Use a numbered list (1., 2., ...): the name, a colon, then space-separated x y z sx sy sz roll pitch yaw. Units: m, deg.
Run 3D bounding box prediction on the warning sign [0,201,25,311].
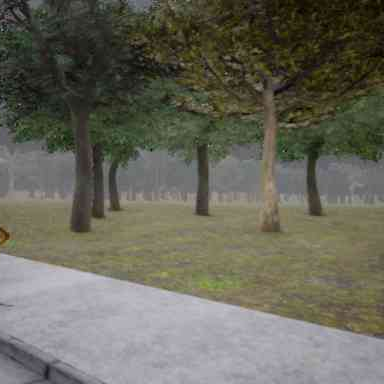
1. warning sign: -3.831 1.101 5.795 1.060 1.860 1.300 0 0 35
